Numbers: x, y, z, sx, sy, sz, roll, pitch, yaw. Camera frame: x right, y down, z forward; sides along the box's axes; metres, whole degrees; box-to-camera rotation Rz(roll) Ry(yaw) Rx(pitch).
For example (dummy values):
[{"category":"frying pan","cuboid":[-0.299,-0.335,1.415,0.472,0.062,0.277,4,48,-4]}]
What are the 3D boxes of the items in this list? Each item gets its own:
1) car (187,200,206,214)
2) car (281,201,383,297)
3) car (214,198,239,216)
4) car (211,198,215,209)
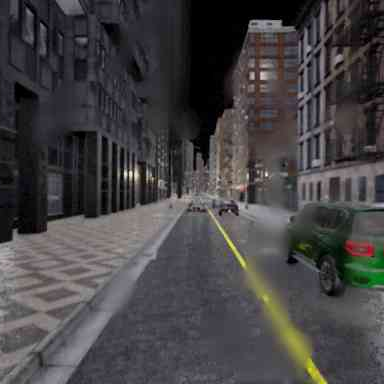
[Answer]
[{"category":"car","cuboid":[0.487,1.547,35.325,1.994,1.385,4.181,0,0,1]},{"category":"car","cuboid":[4.007,1.254,8.784,2.150,2.045,5.566,0,0,1]},{"category":"car","cuboid":[3.484,1.513,32.716,1.837,1.490,4.892,0,0,1]},{"category":"car","cuboid":[3.641,1.495,45.283,2.128,1.511,4.902,0,0,1]}]
